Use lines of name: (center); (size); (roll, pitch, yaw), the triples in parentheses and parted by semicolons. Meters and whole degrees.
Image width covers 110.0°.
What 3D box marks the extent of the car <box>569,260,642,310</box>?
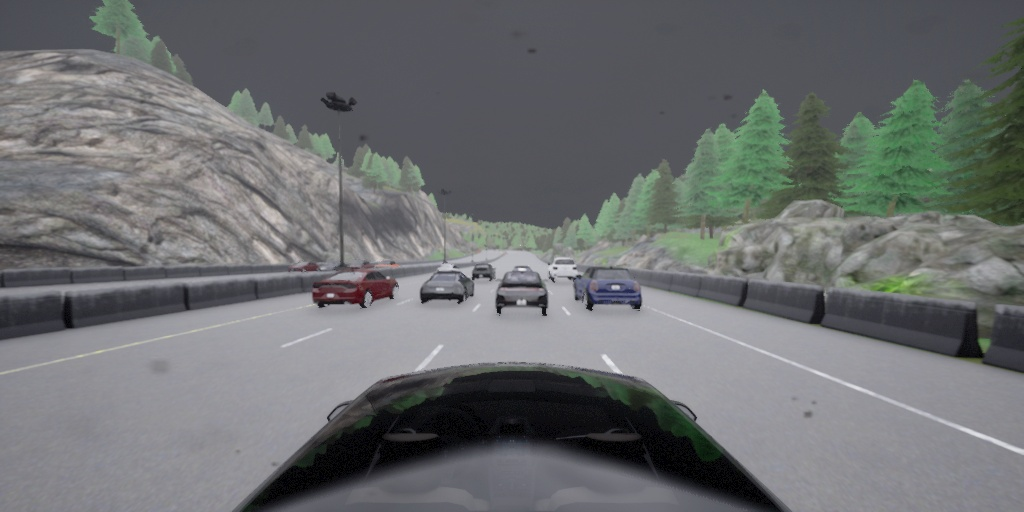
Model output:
car: (3.939, 1.209, 15.495); (2.097, 1.767, 4.553); (0, 0, 2)

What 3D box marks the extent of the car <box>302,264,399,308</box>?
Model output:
car: (-6.562, 1.300, 15.590); (1.882, 1.535, 5.008); (0, 0, 2)

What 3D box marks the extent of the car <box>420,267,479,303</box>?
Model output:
car: (-3.007, 1.411, 17.327); (1.994, 1.385, 4.181); (0, 0, 2)

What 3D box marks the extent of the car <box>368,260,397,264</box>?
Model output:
car: (-16.341, 1.361, 46.484); (2.097, 1.767, 4.553); (0, 0, 2)

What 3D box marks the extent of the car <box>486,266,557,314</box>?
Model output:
car: (0.390, 1.326, 14.097); (2.128, 1.511, 4.902); (0, 0, 2)

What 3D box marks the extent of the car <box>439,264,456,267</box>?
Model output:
car: (-6.029, 1.480, 33.820); (1.812, 1.442, 4.674); (0, 0, 2)

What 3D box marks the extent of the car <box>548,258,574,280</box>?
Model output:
car: (4.414, 1.194, 31.738); (2.150, 2.045, 5.566); (0, -1, 2)

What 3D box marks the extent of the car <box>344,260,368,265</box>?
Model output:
car: (-19.838, 1.350, 46.569); (2.097, 1.767, 4.553); (0, 0, 2)

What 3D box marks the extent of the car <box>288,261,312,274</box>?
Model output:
car: (-26.839, 1.453, 46.468); (1.882, 1.535, 5.008); (0, -1, 2)

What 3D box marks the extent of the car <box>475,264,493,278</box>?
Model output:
car: (-2.557, 1.464, 32.869); (1.837, 1.490, 4.892); (0, 0, 2)

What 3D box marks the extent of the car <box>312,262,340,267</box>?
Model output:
car: (-23.331, 1.482, 46.816); (2.128, 1.511, 4.902); (0, -1, 2)

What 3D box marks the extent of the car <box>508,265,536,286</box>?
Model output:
car: (0.797, 1.485, 28.337); (2.033, 1.411, 5.357); (0, 0, 2)
